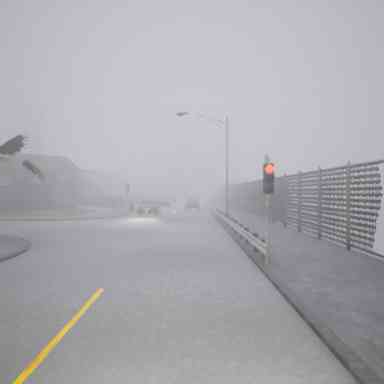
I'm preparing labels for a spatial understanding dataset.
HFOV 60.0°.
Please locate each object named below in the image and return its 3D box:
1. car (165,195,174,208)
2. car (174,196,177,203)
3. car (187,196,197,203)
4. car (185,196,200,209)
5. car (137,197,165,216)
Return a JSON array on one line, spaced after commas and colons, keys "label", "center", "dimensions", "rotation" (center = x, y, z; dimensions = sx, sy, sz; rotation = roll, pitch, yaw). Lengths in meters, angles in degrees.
[{"label": "car", "center": [-4.125, 1.444, 48.224], "dimensions": [1.882, 1.535, 5.008], "rotation": [0, 0, 0]}, {"label": "car", "center": [-4.058, 1.430, 68.253], "dimensions": [1.882, 1.535, 5.008], "rotation": [0, 0, 0]}, {"label": "car", "center": [-0.046, 1.499, 68.845], "dimensions": [2.033, 1.411, 5.357], "rotation": [0, 0, 0]}, {"label": "car", "center": [0.068, 1.516, 43.906], "dimensions": [2.033, 1.411, 5.357], "rotation": [0, 0, 0]}, {"label": "car", "center": [-4.121, 1.469, 32.453], "dimensions": [2.128, 1.511, 4.902], "rotation": [0, 0, 0]}]
